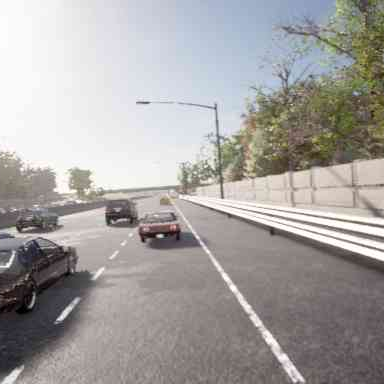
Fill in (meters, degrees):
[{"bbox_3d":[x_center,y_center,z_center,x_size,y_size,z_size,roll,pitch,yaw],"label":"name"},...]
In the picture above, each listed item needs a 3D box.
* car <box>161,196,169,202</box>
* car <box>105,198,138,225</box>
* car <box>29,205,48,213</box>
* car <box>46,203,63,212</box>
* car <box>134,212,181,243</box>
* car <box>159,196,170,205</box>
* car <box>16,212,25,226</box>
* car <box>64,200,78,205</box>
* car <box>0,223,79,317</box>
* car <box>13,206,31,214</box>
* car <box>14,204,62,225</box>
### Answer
[{"bbox_3d":[-6.903,1.821,85.349,2.033,1.411,5.357,-4,0,-4],"label":"car"},{"bbox_3d":[-5.898,1.542,28.136,2.150,2.045,5.566,-4,0,-4],"label":"car"},{"bbox_3d":[-34.022,3.709,73.736,2.128,1.511,4.902,-4,0,-4],"label":"car"},{"bbox_3d":[-30.544,3.411,74.006,1.882,1.535,5.008,-4,0,-4],"label":"car"},{"bbox_3d":[-1.598,1.653,16.902,1.895,1.301,4.718,-4,0,-4],"label":"car"},{"bbox_3d":[-5.208,1.657,63.378,1.882,1.535,5.008,-4,0,-4],"label":"car"},{"bbox_3d":[-8.124,1.890,11.817,2.097,1.767,4.553,-4,0,-4],"label":"car"},{"bbox_3d":[-27.080,2.908,74.246,2.150,2.045,5.566,-4,0,-4],"label":"car"},{"bbox_3d":[-4.321,1.826,8.074,2.033,1.411,5.357,-4,0,-4],"label":"car"},{"bbox_3d":[-37.504,3.935,73.465,1.837,1.490,4.892,-4,0,-4],"label":"car"},{"bbox_3d":[-12.879,2.175,27.946,2.097,1.767,4.553,-4,0,-4],"label":"car"}]
